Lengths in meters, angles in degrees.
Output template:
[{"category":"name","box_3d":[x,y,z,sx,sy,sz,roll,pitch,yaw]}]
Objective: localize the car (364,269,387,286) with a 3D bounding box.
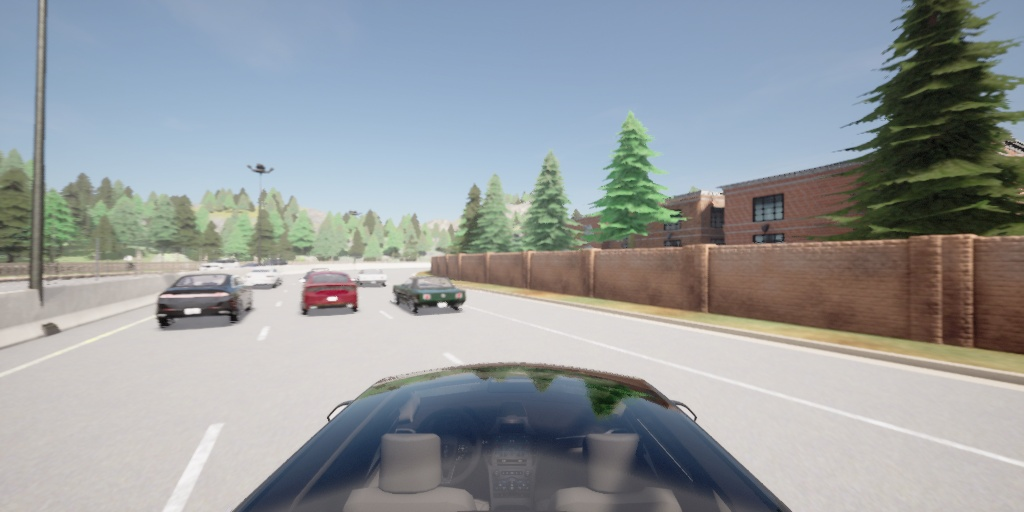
[{"category":"car","box_3d":[-11.032,1.642,27.968,1.895,1.301,4.718,1,-1,-27]}]

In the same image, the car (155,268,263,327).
[{"category":"car","box_3d":[-9.957,1.324,11.935,2.128,1.511,4.902,1,-1,-30]}]

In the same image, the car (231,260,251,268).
[{"category":"car","box_3d":[-37.273,1.733,51.154,1.812,1.442,4.674,0,-1,-9]}]

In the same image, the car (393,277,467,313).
[{"category":"car","box_3d":[-3.615,1.509,14.947,1.895,1.301,4.718,1,-1,-30]}]

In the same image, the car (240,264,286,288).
[{"category":"car","box_3d":[-17.648,1.498,25.583,1.812,1.442,4.674,1,-1,-27]}]

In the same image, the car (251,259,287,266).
[{"category":"car","box_3d":[-33.655,1.439,50.427,2.150,2.045,5.566,0,-1,-11]}]

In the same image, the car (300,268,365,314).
[{"category":"car","box_3d":[-7.512,1.360,14.708,1.882,1.535,5.008,1,-1,-30]}]

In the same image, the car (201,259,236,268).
[{"category":"car","box_3d":[-40.656,1.395,50.099,2.150,2.045,5.566,0,-1,-10]}]
